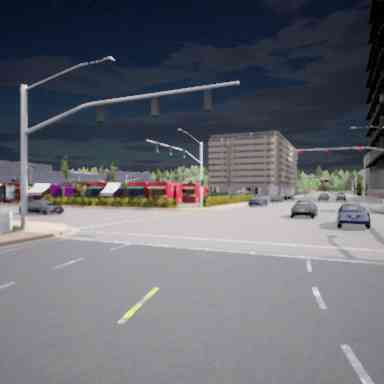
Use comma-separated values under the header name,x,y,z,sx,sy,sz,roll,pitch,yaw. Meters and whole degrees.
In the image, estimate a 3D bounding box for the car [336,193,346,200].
name,x,y,z,sx,sy,sz,roll,pitch,yaw
car,30.673,1.175,68.414,1.812,1.442,4.674,0,0,24

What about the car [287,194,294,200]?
name,x,y,z,sx,sy,sz,roll,pitch,yaw
car,21.270,1.199,73.120,1.895,1.301,4.718,0,0,24

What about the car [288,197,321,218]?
name,x,y,z,sx,sy,sz,roll,pitch,yaw
car,9.905,1.456,29.226,1.994,1.385,4.181,0,0,23

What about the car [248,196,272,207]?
name,x,y,z,sx,sy,sz,roll,pitch,yaw
car,9.064,1.294,45.316,2.033,1.411,5.357,0,0,24

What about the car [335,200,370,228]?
name,x,y,z,sx,sy,sz,roll,pitch,yaw
car,10.421,1.477,21.648,2.033,1.411,5.357,0,0,23

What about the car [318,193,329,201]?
name,x,y,z,sx,sy,sz,roll,pitch,yaw
car,27.464,1.174,69.812,2.033,1.411,5.357,0,0,24

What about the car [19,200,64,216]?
name,x,y,z,sx,sy,sz,roll,pitch,yaw
car,-13.862,1.398,30.701,4.181,1.385,1.994,0,0,24

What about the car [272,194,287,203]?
name,x,y,z,sx,sy,sz,roll,pitch,yaw
car,15.144,1.182,59.175,1.837,1.490,4.892,0,0,24

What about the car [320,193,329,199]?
name,x,y,z,sx,sy,sz,roll,pitch,yaw
car,31.567,0.977,79.229,1.994,1.385,4.181,0,0,24

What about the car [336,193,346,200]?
name,x,y,z,sx,sy,sz,roll,pitch,yaw
car,34.775,0.980,77.831,2.033,1.411,5.357,0,0,24
